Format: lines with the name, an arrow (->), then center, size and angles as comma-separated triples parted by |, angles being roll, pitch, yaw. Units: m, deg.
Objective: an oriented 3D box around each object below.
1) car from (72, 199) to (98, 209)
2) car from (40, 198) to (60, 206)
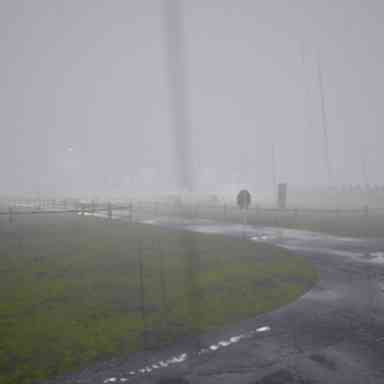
car -> -14.858, 1.682, 45.854 | 1.895, 1.301, 4.718 | 2, -1, -40
car -> -24.353, 1.662, 56.906 | 1.895, 1.301, 4.718 | 2, -1, -41
